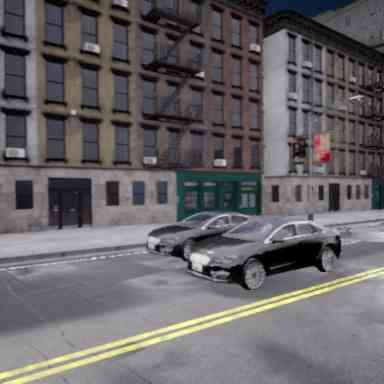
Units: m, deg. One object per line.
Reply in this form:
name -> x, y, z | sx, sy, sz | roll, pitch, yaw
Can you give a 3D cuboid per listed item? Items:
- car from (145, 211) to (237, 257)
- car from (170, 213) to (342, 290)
car -> 0.707, 1.472, 12.086 | 4.902, 1.511, 2.128 | 0, 0, -35
car -> 2.126, 1.474, 9.113 | 4.902, 1.511, 2.128 | 0, 0, -35
